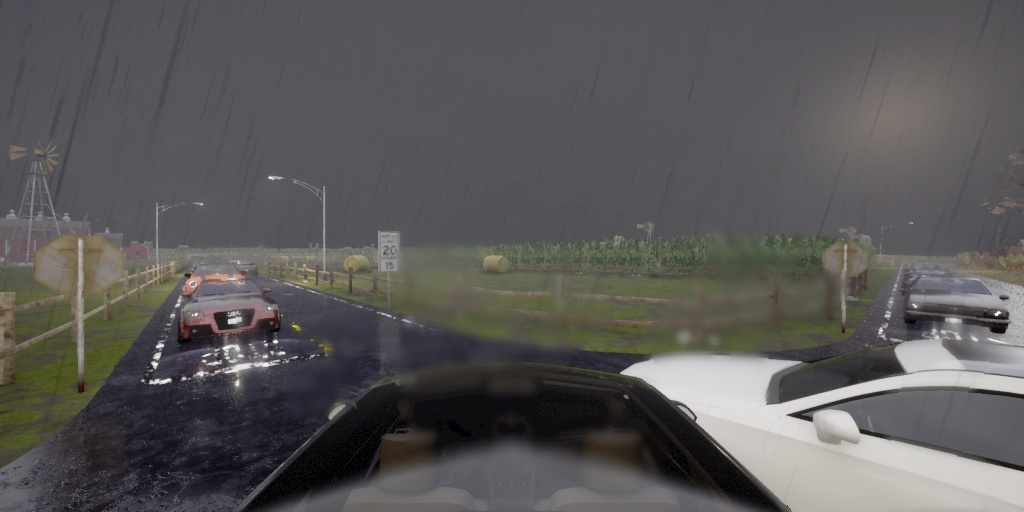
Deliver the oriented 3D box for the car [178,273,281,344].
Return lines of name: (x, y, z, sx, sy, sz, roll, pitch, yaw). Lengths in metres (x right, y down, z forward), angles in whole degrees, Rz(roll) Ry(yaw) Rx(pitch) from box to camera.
car: (-7.849, 1.349, 9.931, 1.994, 1.385, 4.181, 0, 0, -42)

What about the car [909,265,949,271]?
car: (21.018, 1.364, 17.929, 4.181, 1.385, 1.994, 0, 1, -43)

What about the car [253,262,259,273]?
car: (-26.642, 1.259, 35.825, 2.128, 1.511, 4.902, 0, 0, -41)

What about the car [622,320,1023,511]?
car: (2.857, 1.293, 2.241, 1.812, 1.442, 4.674, 0, 1, -43)

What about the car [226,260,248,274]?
car: (-33.291, 1.275, 43.348, 1.837, 1.490, 4.892, 0, 0, -41)

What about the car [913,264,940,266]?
car: (28.645, 1.309, 24.850, 4.902, 1.511, 2.128, 0, 1, -42)

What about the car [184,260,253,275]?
car: (-13.562, 1.130, 16.469, 2.097, 1.767, 4.553, 0, 0, -41)

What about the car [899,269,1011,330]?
car: (13.622, 1.335, 11.209, 5.357, 1.411, 2.033, 0, 1, -42)
